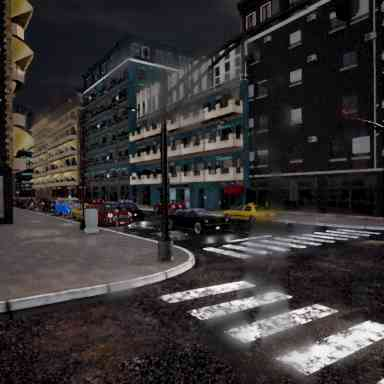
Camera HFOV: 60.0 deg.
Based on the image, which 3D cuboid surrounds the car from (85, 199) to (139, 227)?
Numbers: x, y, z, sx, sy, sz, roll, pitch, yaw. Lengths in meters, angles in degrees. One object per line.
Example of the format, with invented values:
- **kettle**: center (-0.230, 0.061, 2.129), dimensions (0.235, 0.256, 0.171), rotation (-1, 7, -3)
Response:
- **car**: center (-5.831, 1.553, 23.935), dimensions (1.967, 1.590, 4.097), rotation (-1, 1, -35)

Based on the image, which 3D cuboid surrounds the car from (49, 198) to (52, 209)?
- **car**: center (-20.220, 1.644, 48.742), dimensions (2.128, 1.511, 4.902), rotation (-1, 0, -35)

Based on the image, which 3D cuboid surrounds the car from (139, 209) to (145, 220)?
- **car**: center (-5.663, 1.646, 28.168), dimensions (1.994, 1.385, 4.181), rotation (-1, 0, -35)

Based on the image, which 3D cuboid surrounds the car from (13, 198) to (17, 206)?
- **car**: center (-31.532, 1.783, 59.984), dimensions (1.887, 1.381, 4.507), rotation (-1, 1, -35)

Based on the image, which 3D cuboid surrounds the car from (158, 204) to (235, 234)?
- **car**: center (0.136, 1.658, 20.031), dimensions (1.895, 1.301, 4.718), rotation (-1, 0, -35)

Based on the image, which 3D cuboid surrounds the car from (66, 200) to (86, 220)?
- **car**: center (-8.943, 1.652, 28.302), dimensions (1.752, 1.417, 4.829), rotation (-1, 1, -35)

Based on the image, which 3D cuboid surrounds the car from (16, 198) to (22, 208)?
- **car**: center (-25.106, 1.770, 50.972), dimensions (1.947, 1.339, 4.313), rotation (-1, 1, -35)

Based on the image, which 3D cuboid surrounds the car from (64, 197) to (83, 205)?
- **car**: center (-21.496, 1.646, 60.342), dimensions (2.008, 1.369, 4.403), rotation (-1, 1, -35)

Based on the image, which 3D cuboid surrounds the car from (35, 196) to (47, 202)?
- **car**: center (-37.560, 1.728, 82.873), dimensions (1.887, 1.381, 4.507), rotation (-1, 1, -35)

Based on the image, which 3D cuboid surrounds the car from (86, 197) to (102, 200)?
- **car**: center (-11.693, 1.588, 36.633), dimensions (1.882, 1.535, 5.008), rotation (-1, 0, -35)

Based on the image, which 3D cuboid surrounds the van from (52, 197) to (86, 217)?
- **van**: center (-12.257, 1.483, 32.945), dimensions (1.690, 1.788, 3.998), rotation (-1, 1, -35)

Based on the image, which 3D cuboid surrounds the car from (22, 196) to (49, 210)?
- **car**: center (-21.895, 1.628, 46.465), dimensions (1.967, 1.590, 4.097), rotation (-1, 1, -35)

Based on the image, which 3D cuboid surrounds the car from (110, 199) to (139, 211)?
- **car**: center (-8.644, 1.582, 42.317), dimensions (2.008, 1.369, 4.403), rotation (-1, 1, -35)

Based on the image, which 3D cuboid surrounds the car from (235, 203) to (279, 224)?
- **car**: center (4.108, 1.498, 24.431), dimensions (1.752, 1.417, 4.829), rotation (-1, 1, -35)

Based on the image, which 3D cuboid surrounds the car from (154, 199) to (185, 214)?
- **car**: center (-2.220, 1.441, 33.304), dimensions (1.967, 1.590, 4.097), rotation (-1, 1, -35)

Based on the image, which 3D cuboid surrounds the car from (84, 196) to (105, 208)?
- **car**: center (-15.072, 1.502, 51.329), dimensions (1.967, 1.590, 4.097), rotation (-1, 1, -35)

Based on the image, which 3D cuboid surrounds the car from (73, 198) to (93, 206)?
- **car**: center (-18.283, 1.644, 55.836), dimensions (1.947, 1.339, 4.313), rotation (-1, 1, -35)
